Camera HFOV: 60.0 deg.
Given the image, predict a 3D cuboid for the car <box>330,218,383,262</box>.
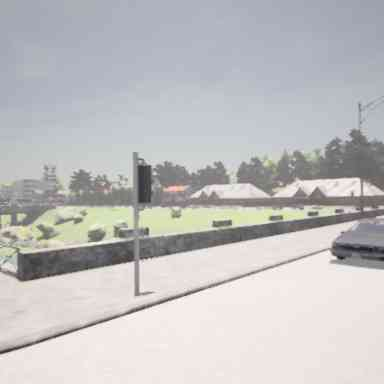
[{"bbox_3d":[7.081,1.701,12.610,2.033,1.411,5.357,-2,-2,43],"label":"car"}]
